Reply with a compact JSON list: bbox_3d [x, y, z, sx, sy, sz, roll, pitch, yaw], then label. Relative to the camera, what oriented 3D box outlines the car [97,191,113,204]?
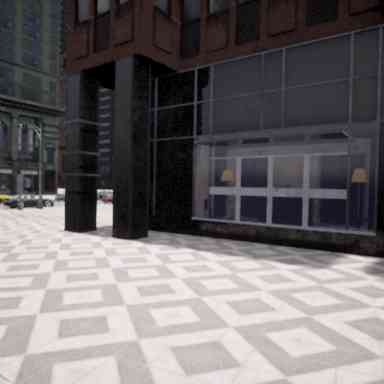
[{"bbox_3d":[-8.990,0.768,40.152,1.802,1.307,4.206,3,2,36],"label":"car"}]

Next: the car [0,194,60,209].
[{"bbox_3d":[-15.254,0.865,31.408,2.008,1.369,4.403,3,2,36],"label":"car"}]

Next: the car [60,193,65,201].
[{"bbox_3d":[-16.224,0.522,44.686,2.008,1.369,4.403,3,2,36],"label":"car"}]

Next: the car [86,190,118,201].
[{"bbox_3d":[-13.195,0.473,48.915,1.947,1.339,4.313,3,2,36],"label":"car"}]
